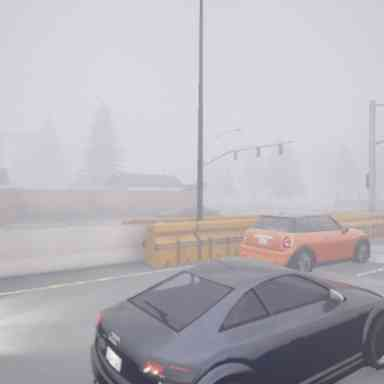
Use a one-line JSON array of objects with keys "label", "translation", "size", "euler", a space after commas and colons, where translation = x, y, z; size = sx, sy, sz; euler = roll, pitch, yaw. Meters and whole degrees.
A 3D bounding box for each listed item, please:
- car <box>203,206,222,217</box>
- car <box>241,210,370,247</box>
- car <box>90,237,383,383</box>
[{"label": "car", "translation": [-0.248, 1.685, 25.215], "size": [5.357, 1.411, 2.033], "euler": [1, 0, -35]}, {"label": "car", "translation": [3.754, 1.440, 10.710], "size": [4.553, 1.767, 2.097], "euler": [1, 0, -35]}, {"label": "car", "translation": [0.881, 1.594, 4.373], "size": [4.181, 1.385, 1.994], "euler": [1, 0, -35]}]
